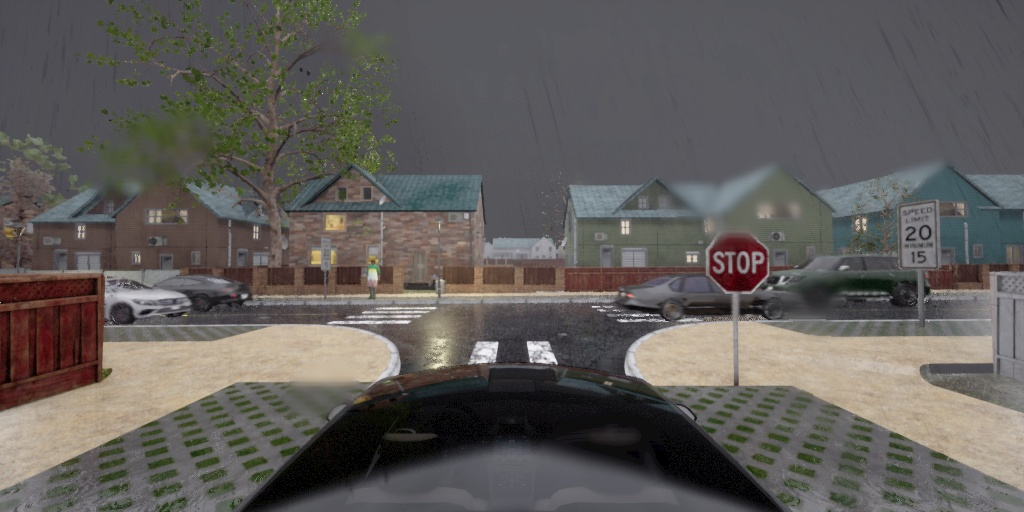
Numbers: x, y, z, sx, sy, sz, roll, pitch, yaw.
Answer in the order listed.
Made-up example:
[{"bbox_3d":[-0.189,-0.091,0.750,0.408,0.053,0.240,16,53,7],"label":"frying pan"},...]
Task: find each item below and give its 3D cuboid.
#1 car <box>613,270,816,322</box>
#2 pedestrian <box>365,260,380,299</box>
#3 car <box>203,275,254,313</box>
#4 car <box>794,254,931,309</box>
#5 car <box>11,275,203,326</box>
[{"bbox_3d":[6.035,1.251,11.397,5.357,1.411,2.033,-1,-1,0],"label":"car"},{"bbox_3d":[-6.764,1.114,17.402,0.375,1.860,0.375,0,-1,1],"label":"pedestrian"},{"bbox_3d":[-13.119,1.490,14.545,4.674,1.442,1.812,-1,-1,1],"label":"car"},{"bbox_3d":[13.068,0.943,14.297,5.566,2.045,2.150,0,-1,1],"label":"car"},{"bbox_3d":[-13.192,1.415,11.596,4.674,1.442,1.812,-1,-1,1],"label":"car"}]
